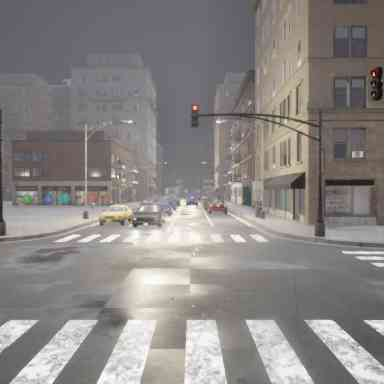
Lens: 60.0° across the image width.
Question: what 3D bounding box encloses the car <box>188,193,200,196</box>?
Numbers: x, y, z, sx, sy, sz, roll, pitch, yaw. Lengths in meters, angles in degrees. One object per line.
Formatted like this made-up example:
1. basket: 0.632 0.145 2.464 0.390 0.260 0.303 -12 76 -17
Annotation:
1. car: -0.003 1.226 64.208 2.150 2.045 5.566 0 0 0

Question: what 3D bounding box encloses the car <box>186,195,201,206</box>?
1. car: -0.002 1.604 53.906 1.895 1.301 4.718 0 0 0

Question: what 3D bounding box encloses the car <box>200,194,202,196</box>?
1. car: 2.635 1.556 69.386 2.008 1.369 4.403 0 0 0

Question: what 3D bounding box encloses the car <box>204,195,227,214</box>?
1. car: 2.636 1.442 35.414 1.967 1.590 4.097 0 0 0

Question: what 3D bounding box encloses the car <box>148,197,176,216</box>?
1. car: -2.839 1.527 32.052 1.812 1.442 4.674 0 0 0

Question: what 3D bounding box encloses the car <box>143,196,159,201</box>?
1. car: -5.389 1.553 41.076 2.008 1.369 4.403 0 0 0

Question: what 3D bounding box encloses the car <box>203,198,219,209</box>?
1. car: 2.636 1.568 46.738 1.947 1.339 4.313 0 0 0

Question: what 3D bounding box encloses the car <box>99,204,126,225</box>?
1. car: -5.388 1.526 23.920 1.752 1.417 4.829 0 0 0

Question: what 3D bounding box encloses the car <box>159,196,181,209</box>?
1. car: -2.789 1.550 41.788 2.033 1.411 5.357 0 0 1

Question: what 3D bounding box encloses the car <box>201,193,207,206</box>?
1. car: 2.636 1.317 41.076 2.192 1.841 5.009 0 0 0

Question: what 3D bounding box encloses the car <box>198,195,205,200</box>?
1. car: 2.634 1.575 92.033 1.947 1.339 4.313 0 0 0

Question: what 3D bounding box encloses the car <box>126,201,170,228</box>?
1. car: -2.835 1.548 22.747 2.033 1.411 5.357 0 0 -1

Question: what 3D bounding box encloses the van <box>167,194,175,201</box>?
1. van: -5.391 1.349 86.371 1.690 1.788 3.998 0 0 0
